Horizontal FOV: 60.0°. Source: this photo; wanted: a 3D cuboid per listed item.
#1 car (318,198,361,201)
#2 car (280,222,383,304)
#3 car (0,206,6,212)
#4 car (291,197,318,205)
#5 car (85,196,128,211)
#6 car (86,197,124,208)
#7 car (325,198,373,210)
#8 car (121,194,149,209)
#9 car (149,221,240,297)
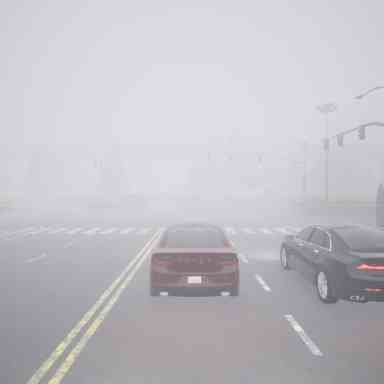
[{"bbox_3d":[17.967,1.564,40.139,4.181,1.385,1.994,0,0,0],"label":"car"},{"bbox_3d":[3.554,1.505,8.128,1.837,1.490,4.892,0,0,0],"label":"car"},{"bbox_3d":[-21.533,1.547,33.080,5.357,1.411,2.033,0,0,0],"label":"car"},{"bbox_3d":[16.560,1.504,47.142,4.892,1.490,1.837,0,0,0],"label":"car"},{"bbox_3d":[-10.529,1.525,40.240,4.674,1.442,1.812,0,0,0],"label":"car"},{"bbox_3d":[-12.275,1.506,47.247,4.892,1.490,1.837,0,0,0],"label":"car"},{"bbox_3d":[20.482,1.547,43.629,5.357,1.411,2.033,0,0,0],"label":"car"},{"bbox_3d":[-8.519,1.221,43.733,5.566,2.045,2.150,0,0,0],"label":"car"},{"bbox_3d":[0.055,1.478,8.640,1.882,1.535,5.008,0,0,0],"label":"car"}]
